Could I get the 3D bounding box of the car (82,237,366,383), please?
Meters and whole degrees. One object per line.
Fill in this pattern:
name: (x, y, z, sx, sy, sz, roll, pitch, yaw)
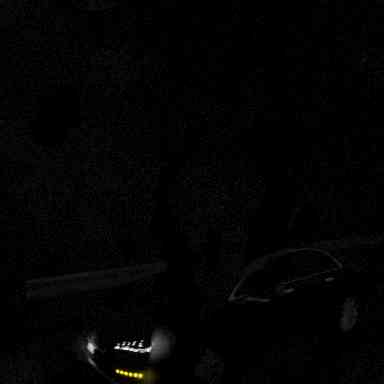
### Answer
car: (0.830, 1.539, 5.198, 4.892, 1.490, 1.837, 0, 0, -35)
